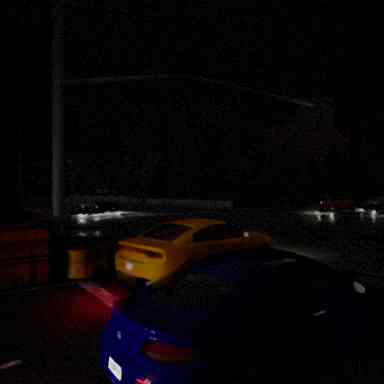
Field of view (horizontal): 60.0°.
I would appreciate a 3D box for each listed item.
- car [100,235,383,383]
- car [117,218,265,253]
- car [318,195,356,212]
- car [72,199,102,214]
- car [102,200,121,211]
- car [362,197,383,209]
[{"bbox_3d":[1.132,1.516,4.553,4.674,1.442,1.812,0,0,-35],"label":"car"},{"bbox_3d":[0.327,1.462,9.091,1.882,1.535,5.008,0,1,44],"label":"car"},{"bbox_3d":[16.189,1.257,37.092,4.553,1.767,2.097,0,0,-34],"label":"car"},{"bbox_3d":[-11.561,1.493,35.798,1.812,1.442,4.674,0,0,-33],"label":"car"},{"bbox_3d":[-10.295,1.559,40.241,1.895,1.301,4.718,0,0,-34],"label":"car"},{"bbox_3d":[23.484,1.376,42.171,4.674,1.442,1.812,-1,1,-35],"label":"car"}]
